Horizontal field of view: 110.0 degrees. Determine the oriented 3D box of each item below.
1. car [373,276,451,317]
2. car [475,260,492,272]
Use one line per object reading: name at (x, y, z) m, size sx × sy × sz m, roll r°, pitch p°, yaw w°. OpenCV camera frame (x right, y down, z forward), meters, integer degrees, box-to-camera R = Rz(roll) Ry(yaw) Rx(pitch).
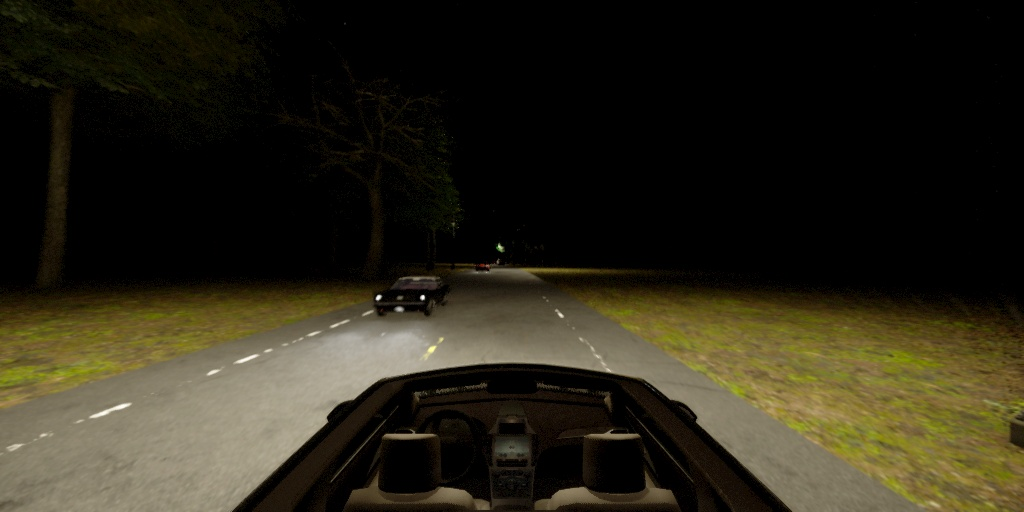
car at (-3.651, 1.451, 13.841) m, size 1.895 × 1.301 × 4.718 m, roll 0°, pitch 0°, yaw 0°
car at (-4.557, 1.533, 55.592) m, size 2.097 × 1.767 × 4.553 m, roll 0°, pitch 0°, yaw -2°
